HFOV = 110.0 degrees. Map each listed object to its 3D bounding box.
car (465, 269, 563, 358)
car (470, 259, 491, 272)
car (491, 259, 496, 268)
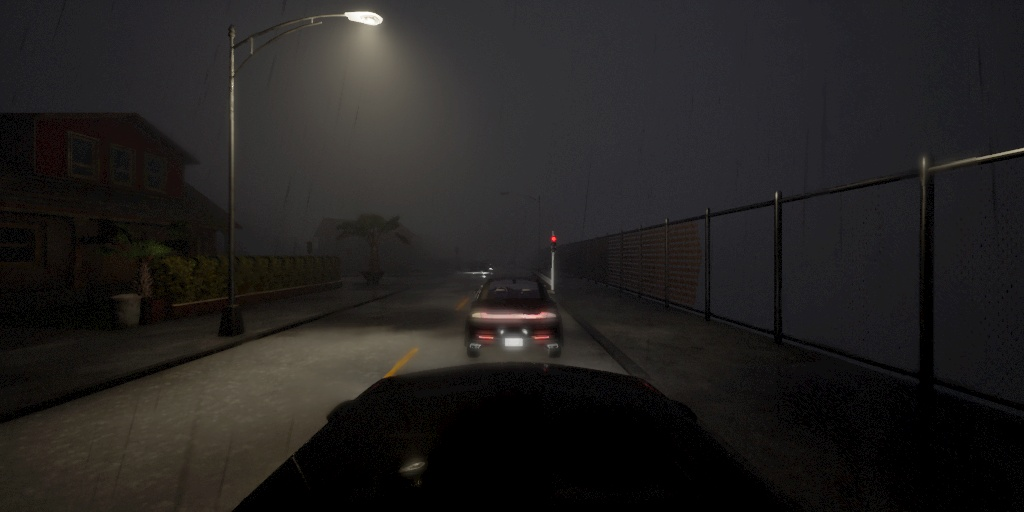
[{"bbox_3d":[0.052,1.242,8.472,2.128,1.511,4.902,0,0,0],"label":"car"},{"bbox_3d":[-4.118,1.314,45.034,1.994,1.385,4.181,0,0,0],"label":"car"},{"bbox_3d":[-4.103,1.256,59.086,1.837,1.490,4.892,0,0,0],"label":"car"}]
